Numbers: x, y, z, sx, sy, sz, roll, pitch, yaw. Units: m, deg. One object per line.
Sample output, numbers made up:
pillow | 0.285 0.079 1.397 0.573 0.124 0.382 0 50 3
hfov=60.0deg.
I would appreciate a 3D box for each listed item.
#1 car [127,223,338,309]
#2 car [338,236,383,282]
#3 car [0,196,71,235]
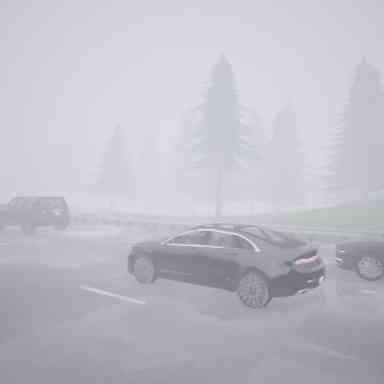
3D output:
car | 0.549 1.491 7.898 4.902 1.511 2.128 0 0 36
car | 6.168 1.504 8.192 4.892 1.490 1.837 0 0 35
car | -9.341 1.221 19.250 5.566 2.045 2.150 0 0 35
